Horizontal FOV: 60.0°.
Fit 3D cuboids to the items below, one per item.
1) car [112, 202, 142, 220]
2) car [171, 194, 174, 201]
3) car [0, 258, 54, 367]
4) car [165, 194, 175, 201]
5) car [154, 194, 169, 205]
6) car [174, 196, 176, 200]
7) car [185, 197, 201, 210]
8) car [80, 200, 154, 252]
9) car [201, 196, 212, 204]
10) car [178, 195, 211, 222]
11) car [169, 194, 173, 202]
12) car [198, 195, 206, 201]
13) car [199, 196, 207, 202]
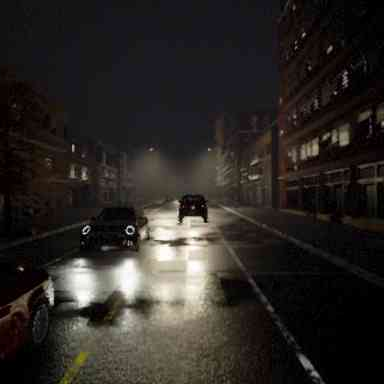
[{"bbox_3d":[-5.669,1.604,29.486,1.802,1.307,4.206,1,0,0],"label":"car"},{"bbox_3d":[-5.655,1.503,74.979,1.967,1.590,4.097,1,0,0],"label":"car"},{"bbox_3d":[-3.088,1.528,3.537,1.812,1.442,4.674,0,0,0],"label":"car"},{"bbox_3d":[-5.649,1.390,86.352,2.192,1.841,5.009,1,0,0],"label":"car"},{"bbox_3d":[-5.659,1.487,57.918,1.967,1.590,4.097,1,0,0],"label":"car"},{"bbox_3d":[-5.655,1.635,80.666,1.947,1.339,4.313,1,0,0],"label":"car"},{"bbox_3d":[0.111,1.526,45.309,2.128,1.511,4.902,0,0,0],"label":"car"},{"bbox_3d":[-2.996,1.362,13.771,2.097,1.767,4.553,0,0,0],"label":"car"},{"bbox_3d":[2.721,1.577,63.834,1.752,1.417,4.829,1,0,0],"label":"car"},{"bbox_3d":[0.104,1.237,26.432,2.150,2.045,5.566,0,-1,0],"label":"car"},{"bbox_3d":[-5.659,1.623,69.293,1.947,1.339,4.313,1,0,0],"label":"car"},{"bbox_3d":[2.728,1.626,92.098,1.887,1.381,4.507,1,0,0],"label":"car"},{"bbox_3d":[2.725,1.651,80.724,1.802,1.307,4.206,1,0,0],"label":"car"}]
